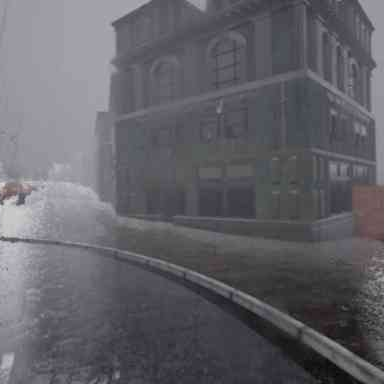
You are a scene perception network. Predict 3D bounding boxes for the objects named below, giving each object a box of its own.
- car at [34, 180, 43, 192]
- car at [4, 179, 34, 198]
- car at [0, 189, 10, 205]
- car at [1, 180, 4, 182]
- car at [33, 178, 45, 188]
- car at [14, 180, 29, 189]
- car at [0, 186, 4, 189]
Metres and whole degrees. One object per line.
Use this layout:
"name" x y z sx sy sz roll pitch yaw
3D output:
"car" -27.797 -0.813 57.809 2.128 1.511 4.902 -1 4 -19
"car" -24.461 -0.353 47.264 2.150 2.045 5.566 -1 4 -16
"car" -20.970 0.829 34.564 1.837 1.490 4.892 -1 4 -14
"car" -30.784 -0.914 57.272 2.097 1.767 4.553 -1 4 -19
"car" -31.134 -1.891 67.330 2.150 2.045 5.566 -1 4 -21
"car" -34.088 -1.516 66.690 2.033 1.411 5.357 -1 4 -21
"car" -27.713 -0.120 47.694 1.882 1.535 5.008 -1 4 -16
